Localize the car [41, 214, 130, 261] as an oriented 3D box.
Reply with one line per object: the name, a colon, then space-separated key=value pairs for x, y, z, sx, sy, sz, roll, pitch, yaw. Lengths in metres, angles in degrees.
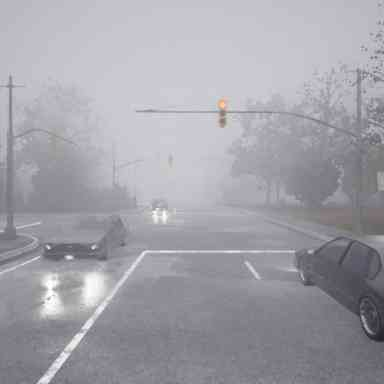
car: x=-3.615 y=1.548 z=12.465 sx=2.033 sy=1.411 sz=5.357 roll=0 pitch=0 yaw=0

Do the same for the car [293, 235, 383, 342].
car: x=3.593 y=1.547 z=6.415 sx=2.033 sy=1.411 sz=5.357 roll=0 pitch=0 yaw=0

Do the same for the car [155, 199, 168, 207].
car: x=-5.119 y=1.860 z=55.352 sx=1.895 sy=1.301 sz=4.718 roll=0 pitch=-1 yaw=-7

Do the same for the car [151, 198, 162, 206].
car: x=-7.373 y=2.066 z=68.880 sx=1.837 sy=1.490 sz=4.892 roll=0 pitch=-1 yaw=-13

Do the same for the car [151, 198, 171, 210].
car: x=-4.120 y=1.570 z=43.569 sx=2.128 sy=1.511 sz=4.902 roll=0 pitch=-1 yaw=-3

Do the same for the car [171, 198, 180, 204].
car: x=-4.521 y=2.189 z=82.972 sx=2.097 sy=1.767 sz=4.553 roll=0 pitch=-1 yaw=-22
